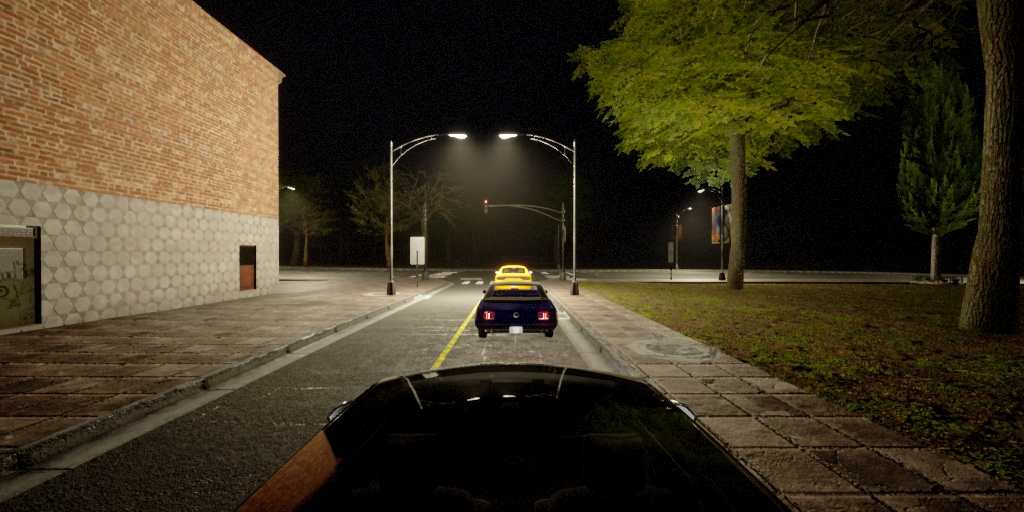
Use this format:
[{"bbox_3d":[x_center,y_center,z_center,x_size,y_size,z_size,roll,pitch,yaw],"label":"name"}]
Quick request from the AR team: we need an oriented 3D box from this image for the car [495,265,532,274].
[{"bbox_3d":[0.091,1.254,19.519,1.882,1.535,5.008,0,0,1],"label":"car"}]

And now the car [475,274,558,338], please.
[{"bbox_3d":[0.094,1.356,10.174,1.895,1.301,4.718,0,0,0],"label":"car"}]
